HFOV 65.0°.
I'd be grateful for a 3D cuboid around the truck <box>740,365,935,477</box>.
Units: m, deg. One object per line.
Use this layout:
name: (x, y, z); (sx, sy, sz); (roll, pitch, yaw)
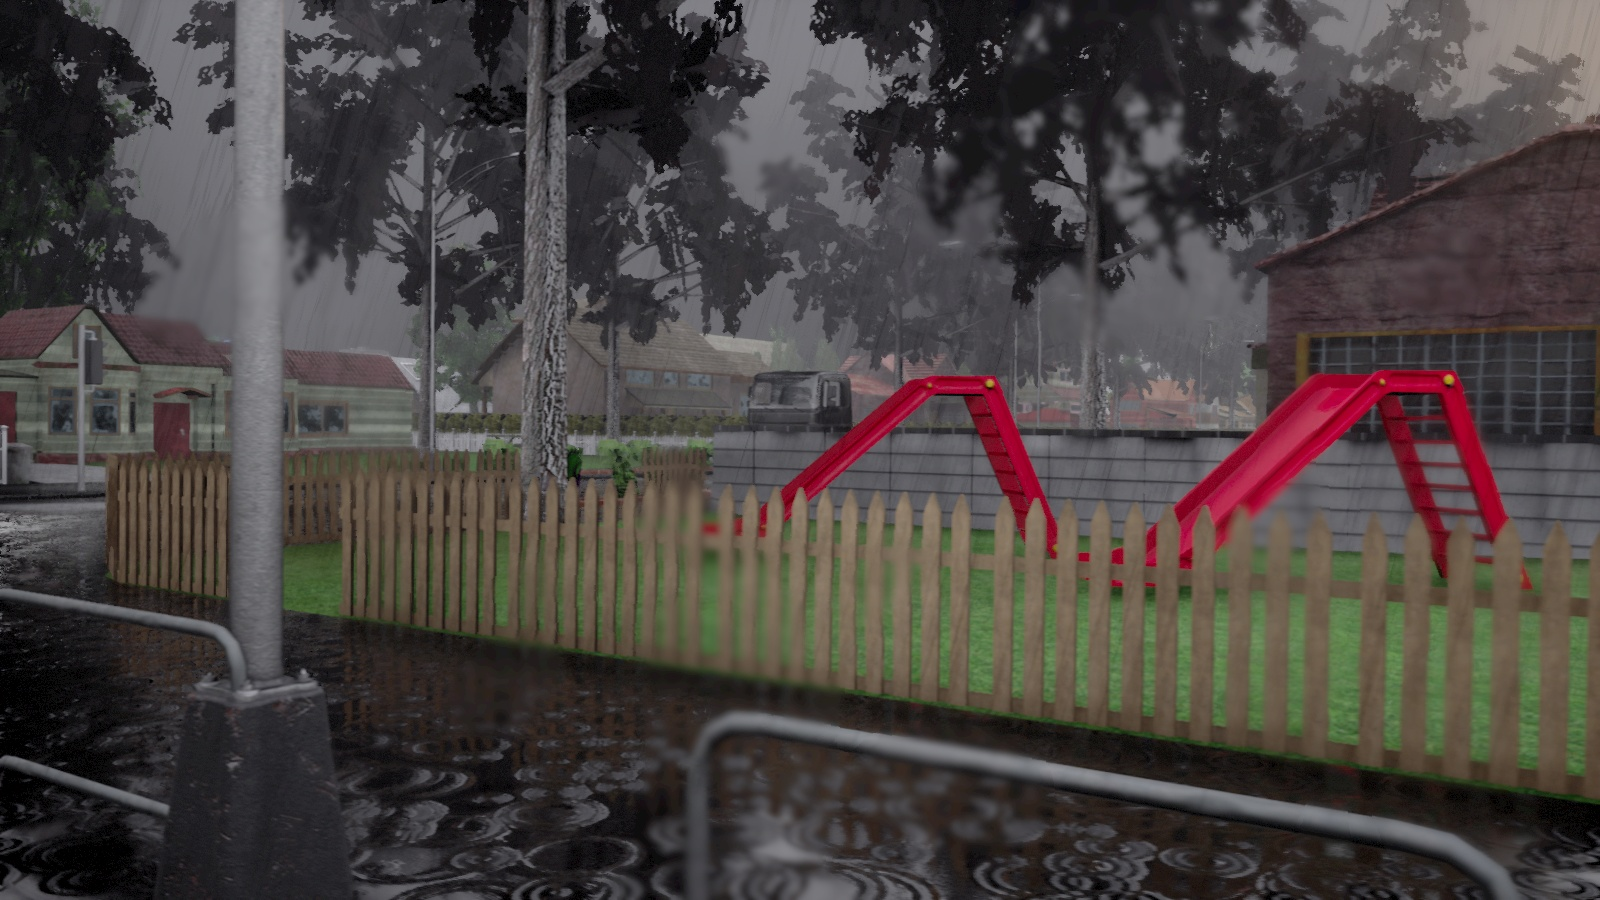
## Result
truck: (1.474, -0.959, 42.693); (2.891, 3.462, 7.936); (0, 1, 34)
